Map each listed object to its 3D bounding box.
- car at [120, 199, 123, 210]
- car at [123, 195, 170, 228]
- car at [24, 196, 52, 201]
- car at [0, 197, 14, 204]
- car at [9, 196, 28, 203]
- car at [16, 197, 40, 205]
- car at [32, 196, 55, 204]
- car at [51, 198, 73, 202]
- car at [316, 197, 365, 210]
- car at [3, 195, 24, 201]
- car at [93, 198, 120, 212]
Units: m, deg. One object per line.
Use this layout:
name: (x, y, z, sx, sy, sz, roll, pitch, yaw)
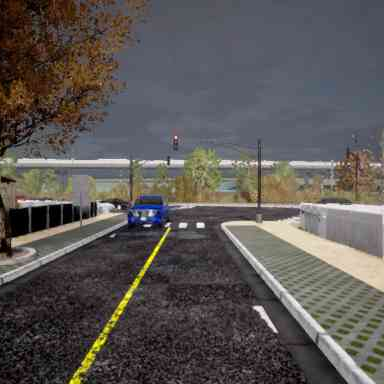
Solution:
car: (-10.415, 1.593, 45.739, 5.008, 1.535, 1.882, -1, 2, 36)
car: (-2.753, 1.215, 22.214, 2.150, 2.045, 5.566, 0, 0, 2)
car: (-23.144, 1.670, 50.960, 4.553, 1.767, 2.097, 0, 2, 36)
car: (-40.918, 1.732, 71.998, 5.357, 1.411, 2.033, -1, 2, 36)
car: (-39.011, 1.583, 74.626, 4.892, 1.490, 1.837, -1, 2, 36)
car: (-32.480, 1.738, 65.882, 4.902, 1.511, 2.128, -1, 2, 36)
car: (-30.570, 1.623, 68.506, 4.902, 1.511, 2.128, -1, 2, 36)
car: (-19.586, 1.795, 52.405, 4.718, 1.301, 1.895, -1, 2, 36)
car: (12.911, 1.263, 28.797, 4.553, 1.767, 2.097, 0, 2, 36)
car: (-32.132, 1.528, 61.601, 5.566, 2.045, 2.150, -1, 2, 36)
car: (-11.899, 1.747, 42.796, 4.674, 1.442, 1.812, 0, 2, 38)
